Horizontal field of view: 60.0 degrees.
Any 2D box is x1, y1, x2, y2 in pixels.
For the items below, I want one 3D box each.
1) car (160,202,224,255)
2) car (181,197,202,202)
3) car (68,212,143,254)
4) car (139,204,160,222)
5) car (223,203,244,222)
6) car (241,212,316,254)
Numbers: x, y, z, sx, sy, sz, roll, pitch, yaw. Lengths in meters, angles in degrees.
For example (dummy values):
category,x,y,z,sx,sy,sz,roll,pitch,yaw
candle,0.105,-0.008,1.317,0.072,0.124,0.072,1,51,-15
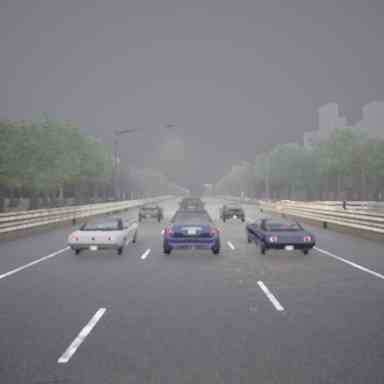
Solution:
category,x,y,z,sx,sy,sz,roll,pitch,yaw
car,-0.007,1.484,14.086,2.097,1.767,4.553,0,-1,0
car,-0.021,1.486,29.020,2.150,2.045,5.566,0,0,0
car,-3.508,1.735,14.116,1.895,1.301,4.718,0,-1,0
car,-3.517,1.764,29.301,2.128,1.511,4.902,0,0,0
car,3.483,1.780,29.308,1.837,1.490,4.892,0,0,0
car,3.492,1.735,14.119,1.895,1.301,4.718,0,-1,0
